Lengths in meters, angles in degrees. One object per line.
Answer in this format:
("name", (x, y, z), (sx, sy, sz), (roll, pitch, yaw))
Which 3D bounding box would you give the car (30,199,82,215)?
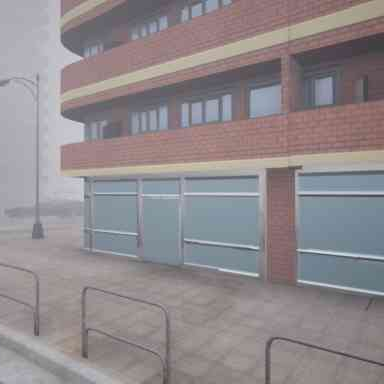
("car", (-14.453, 1.505, 35.485), (1.837, 1.490, 4.892), (0, 0, 36))

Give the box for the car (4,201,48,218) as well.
("car", (-14.169, 1.601, 29.949), (1.895, 1.301, 4.718), (0, 0, 36))

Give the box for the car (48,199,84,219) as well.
("car", (-9.843, 1.504, 29.641), (1.837, 1.490, 4.892), (0, 0, 36))
